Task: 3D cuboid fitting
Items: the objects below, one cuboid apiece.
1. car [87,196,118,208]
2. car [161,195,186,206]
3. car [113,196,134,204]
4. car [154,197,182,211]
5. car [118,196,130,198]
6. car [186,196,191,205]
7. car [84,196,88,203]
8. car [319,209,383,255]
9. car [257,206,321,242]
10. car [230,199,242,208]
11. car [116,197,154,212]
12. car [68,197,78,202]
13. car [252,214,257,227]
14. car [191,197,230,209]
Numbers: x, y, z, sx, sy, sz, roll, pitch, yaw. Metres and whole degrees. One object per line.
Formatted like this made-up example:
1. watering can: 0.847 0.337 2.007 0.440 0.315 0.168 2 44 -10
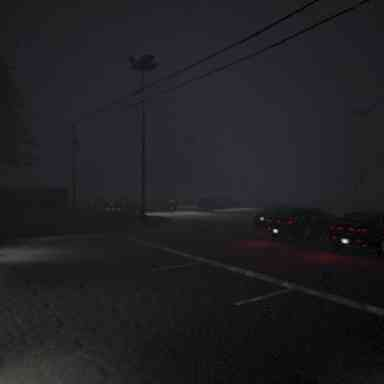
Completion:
1. car: -12.791 1.484 47.276 1.837 1.490 4.892 0 0 -36
2. car: -3.556 1.322 52.435 2.097 1.767 4.553 0 0 -36
3. car: -13.854 1.515 66.808 2.033 1.411 5.357 0 0 -36
4. car: -3.636 1.577 40.585 1.895 1.301 4.718 0 0 -36
5. car: -9.973 1.329 49.358 2.097 1.767 4.553 0 0 -35
6. car: -1.264 1.456 55.256 2.128 1.511 4.902 0 0 -36
7. car: -18.315 1.466 60.974 2.128 1.511 4.902 0 0 -35
8. car: 7.475 1.492 13.378 4.892 1.490 1.837 -1 0 -36
9. car: 5.741 1.491 16.441 4.892 1.490 1.837 0 0 -36
10. car: 4.630 1.513 47.089 2.033 1.411 5.357 0 0 -36
11. car: -6.698 1.581 38.845 1.895 1.301 4.718 0 0 -36
12. car: -22.075 1.542 60.202 1.994 1.385 4.181 0 0 -35
13. car: 5.758 1.546 20.752 4.181 1.385 1.994 0 0 -36
14. car: 2.380 1.474 44.221 1.837 1.490 4.892 0 0 -36
